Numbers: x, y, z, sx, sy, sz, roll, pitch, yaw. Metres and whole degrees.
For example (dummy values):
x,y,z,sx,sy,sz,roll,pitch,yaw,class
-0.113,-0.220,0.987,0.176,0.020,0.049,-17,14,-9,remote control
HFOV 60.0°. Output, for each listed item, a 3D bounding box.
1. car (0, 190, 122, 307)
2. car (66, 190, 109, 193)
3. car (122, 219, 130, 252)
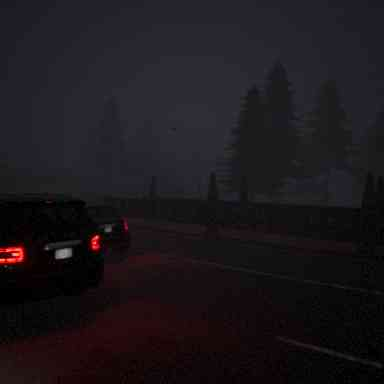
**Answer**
x,y,z,sx,sy,sz,roll,pitch,yaw,class
-4.250,1.034,6.969,5.566,2.045,2.150,2,1,36,car
-11.343,0.482,38.283,2.128,1.511,4.902,3,2,38,car
-4.249,1.089,11.284,4.553,1.767,2.097,2,1,36,car
